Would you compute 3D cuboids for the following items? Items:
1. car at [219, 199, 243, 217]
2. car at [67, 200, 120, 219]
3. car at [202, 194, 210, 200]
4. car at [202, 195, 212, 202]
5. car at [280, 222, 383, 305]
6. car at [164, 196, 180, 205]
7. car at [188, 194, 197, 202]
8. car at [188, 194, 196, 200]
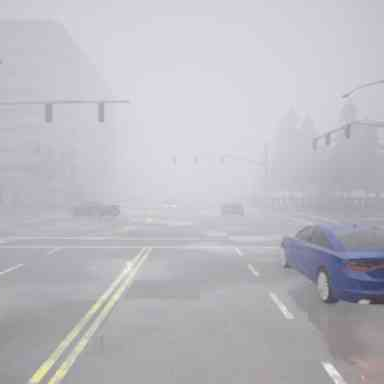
[{"bbox_3d":[3.602,1.436,31.145,1.882,1.535,5.008,0,0,0],"label":"car"},{"bbox_3d":[-8.347,1.409,28.063,5.008,1.535,1.882,0,-1,30],"label":"car"},{"bbox_3d":[3.515,1.344,85.800,1.994,1.385,4.181,0,0,0],"label":"car"},{"bbox_3d":[3.514,1.415,76.807,1.882,1.535,5.008,0,0,0],"label":"car"},{"bbox_3d":[3.577,1.471,8.143,1.882,1.535,5.008,0,0,0],"label":"car"},{"bbox_3d":[-3.543,1.521,55.747,1.994,1.385,4.181,0,0,0],"label":"car"},{"bbox_3d":[0.014,1.417,76.551,1.882,1.535,5.008,0,0,0],"label":"car"},{"bbox_3d":[0.015,1.317,85.801,2.128,1.511,4.902,0,0,0],"label":"car"}]
